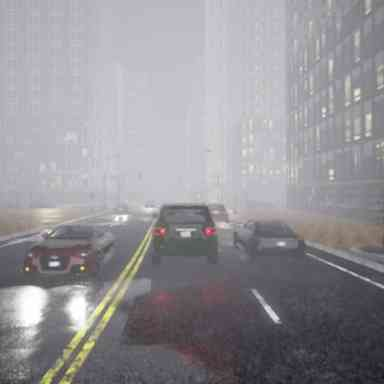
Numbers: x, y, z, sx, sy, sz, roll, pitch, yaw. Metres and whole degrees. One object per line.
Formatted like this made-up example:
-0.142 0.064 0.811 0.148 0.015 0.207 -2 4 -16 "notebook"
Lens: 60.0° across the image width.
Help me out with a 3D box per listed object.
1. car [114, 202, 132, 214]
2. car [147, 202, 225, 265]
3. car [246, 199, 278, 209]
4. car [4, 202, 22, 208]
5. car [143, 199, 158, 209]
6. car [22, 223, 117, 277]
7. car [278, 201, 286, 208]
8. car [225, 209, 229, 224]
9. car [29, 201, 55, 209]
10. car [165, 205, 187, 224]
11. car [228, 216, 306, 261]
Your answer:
-9.202 2.112 44.549 2.128 1.511 4.902 0 -1 -4 "car"
-0.331 1.395 12.633 2.150 2.045 5.566 0 -1 -3 "car"
12.462 2.284 60.828 5.009 1.841 2.192 0 0 -3 "car"
-32.084 2.277 58.333 4.206 1.307 1.802 0 0 -3 "car"
-6.362 1.849 51.292 2.033 1.411 5.357 0 -1 -4 "car"
-3.684 1.722 10.684 1.994 1.385 4.181 0 -1 -3 "car"
17.471 2.505 69.488 4.829 1.417 1.752 0 0 -3 "car"
1.841 1.733 28.850 2.097 1.767 4.553 0 -1 -4 "car"
-26.404 2.296 58.602 4.313 1.339 1.947 0 0 -3 "car"
-1.502 1.933 30.064 1.812 1.442 4.674 0 -1 -4 "car"
2.874 1.733 13.117 1.994 1.385 4.181 0 -1 -3 "car"
